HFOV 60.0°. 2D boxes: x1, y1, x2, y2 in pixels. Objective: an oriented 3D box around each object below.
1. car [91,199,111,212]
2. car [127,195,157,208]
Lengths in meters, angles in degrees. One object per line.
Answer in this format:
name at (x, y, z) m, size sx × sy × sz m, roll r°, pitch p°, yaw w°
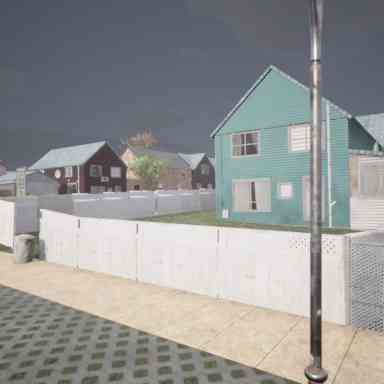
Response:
car at (-8.431, 0.993, 27.358) m, size 1.882 × 1.535 × 5.008 m, roll -1°, pitch 0°, yaw 35°
car at (-3.883, 0.846, 28.698) m, size 2.128 × 1.511 × 4.902 m, roll -1°, pitch 1°, yaw 35°
